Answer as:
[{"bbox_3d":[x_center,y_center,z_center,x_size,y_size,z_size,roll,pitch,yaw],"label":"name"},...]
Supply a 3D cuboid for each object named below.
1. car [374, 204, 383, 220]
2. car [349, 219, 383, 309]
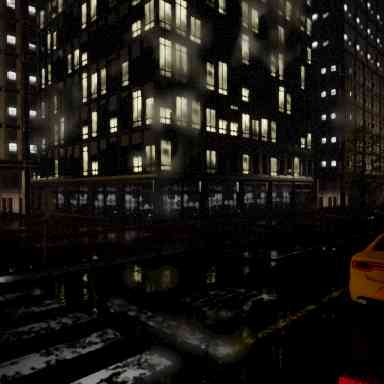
[{"bbox_3d":[15.563,1.405,25.652,1.967,1.590,4.097,-1,0,45],"label":"car"},{"bbox_3d":[5.055,1.470,7.070,1.882,1.535,5.008,0,0,45],"label":"car"}]
